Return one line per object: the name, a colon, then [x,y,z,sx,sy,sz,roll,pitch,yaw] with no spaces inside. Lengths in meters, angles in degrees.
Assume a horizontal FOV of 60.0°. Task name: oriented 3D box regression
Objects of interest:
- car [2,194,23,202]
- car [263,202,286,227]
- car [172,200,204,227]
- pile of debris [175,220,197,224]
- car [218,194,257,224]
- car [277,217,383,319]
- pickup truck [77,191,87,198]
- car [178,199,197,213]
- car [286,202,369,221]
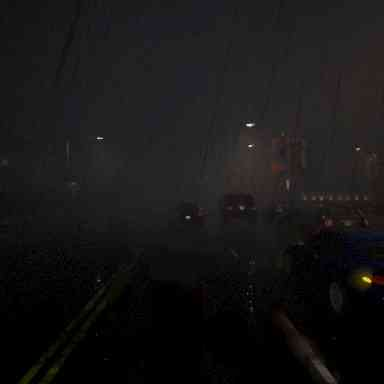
car: [-38.104,1.241,70.806,2.002,1.452,4.674,0,0,-1]
car: [6.029,1.411,21.917,2.097,1.535,5.008,0,0,-1]
car: [-0.274,1.496,22.217,1.994,1.385,4.181,0,0,-1]
pile of debris: [-0.394,2.107,23.487,1.500,0.140,1.860,0,0,-1]
car: [3.196,1.148,24.199,2.150,2.045,5.566,0,0,-1]
car: [3.442,1.503,7.201,1.812,1.442,4.674,0,0,-1]
pickup truck: [-26.365,0.871,81.910,6.274,2.098,2.390,0,0,-1]
car: [-0.482,1.496,36.026,1.895,1.301,4.718,0,0,-1]
car: [6.264,1.304,15.494,2.185,1.767,4.553,0,0,-1]
